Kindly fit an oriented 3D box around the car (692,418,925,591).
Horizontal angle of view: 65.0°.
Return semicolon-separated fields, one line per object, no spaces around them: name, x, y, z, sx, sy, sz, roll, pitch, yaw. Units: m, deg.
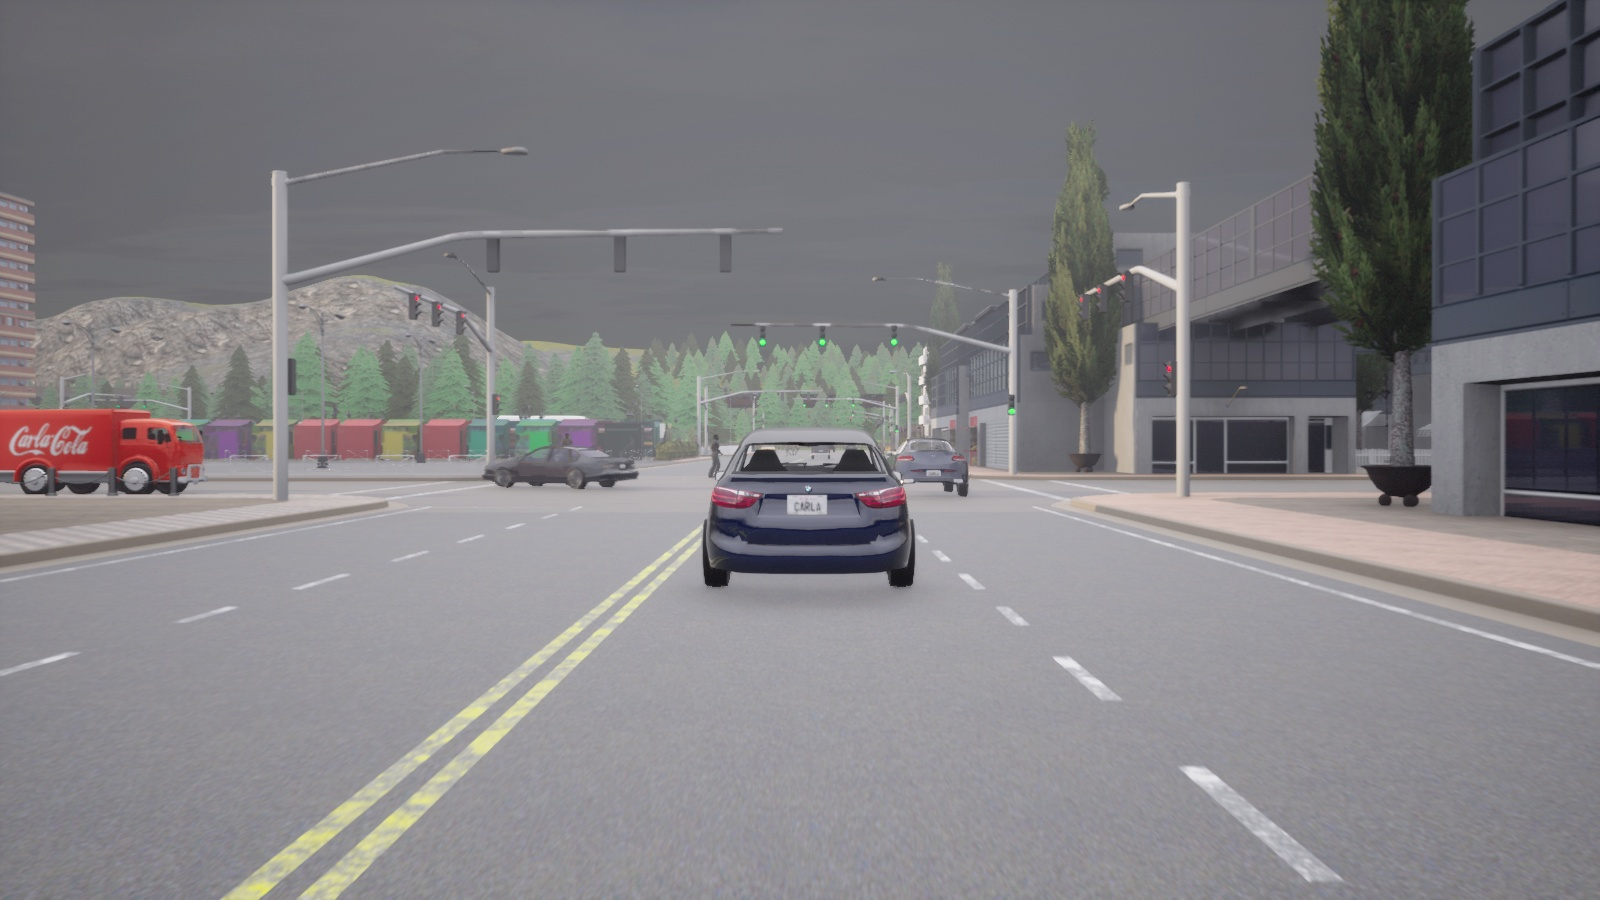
car;0.097;0.510;14.404;2.242;1.667;4.611;0;0;0

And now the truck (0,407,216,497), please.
truck;-19.783;0.043;35.627;5.204;2.467;2.627;0;0;0

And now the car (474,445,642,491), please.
car;-8.009;0.554;41.453;5.357;1.411;2.033;0;0;27

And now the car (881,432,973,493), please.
car;3.628;0.321;36.709;2.152;1.651;5.027;0;0;0

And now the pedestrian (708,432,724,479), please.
pedestrian;-3.485;0.231;52.121;0.666;1.930;0.402;0;0;-5
